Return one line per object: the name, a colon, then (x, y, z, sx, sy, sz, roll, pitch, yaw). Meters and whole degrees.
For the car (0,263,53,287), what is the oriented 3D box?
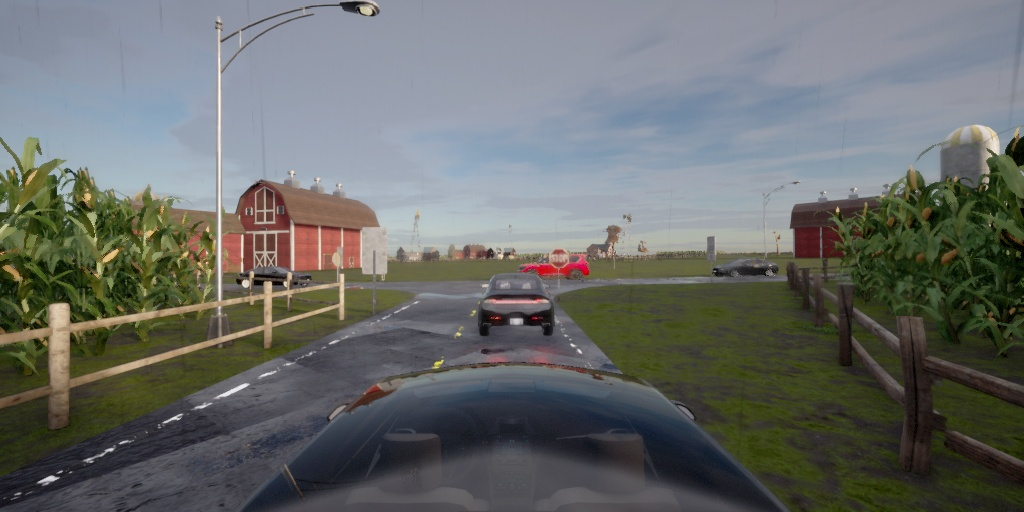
car: (-45.988, 1.732, 33.295, 5.566, 2.045, 2.150, -1, -1, 15)

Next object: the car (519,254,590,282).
car: (3.161, 0.917, 27.626, 5.566, 2.045, 2.150, -1, 0, -1)

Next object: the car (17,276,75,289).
car: (-36.869, 1.853, 28.400, 4.674, 1.442, 1.812, -1, -1, 11)

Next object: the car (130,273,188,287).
car: (-26.962, 1.711, 26.704, 5.357, 1.411, 2.033, -1, -1, 8)

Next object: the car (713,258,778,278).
car: (18.318, 0.940, 28.323, 4.892, 1.490, 1.837, -1, 0, -5)

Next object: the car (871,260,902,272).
car: (32.344, 0.668, 29.983, 5.008, 1.535, 1.882, -1, 0, -9)

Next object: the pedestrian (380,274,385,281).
pedestrian: (-11.179, 1.241, 30.987, 0.375, 1.860, 0.375, 0, 0, 4)

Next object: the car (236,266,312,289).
car: (-16.865, 1.473, 25.556, 5.008, 1.535, 1.882, -1, -1, 5)

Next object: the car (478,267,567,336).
car: (0.106, 1.243, 10.382, 2.128, 1.511, 4.902, 0, 0, 0)
